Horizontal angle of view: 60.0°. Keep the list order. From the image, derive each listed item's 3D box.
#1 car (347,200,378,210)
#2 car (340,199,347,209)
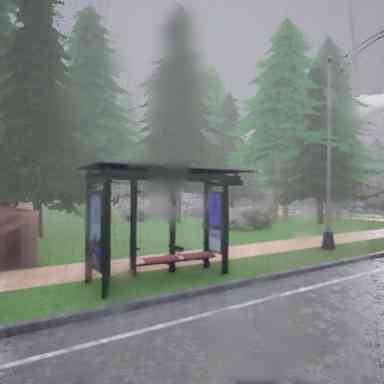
[{"bbox_3d":[25.018,1.673,48.165,4.605,1.855,1.932,1,0,-37],"label":"car"},{"bbox_3d":[23.199,1.670,49.945,3.866,1.878,1.905,1,0,-37],"label":"car"}]
